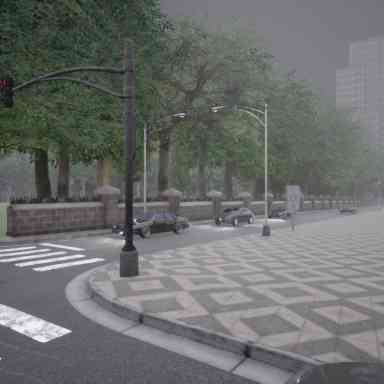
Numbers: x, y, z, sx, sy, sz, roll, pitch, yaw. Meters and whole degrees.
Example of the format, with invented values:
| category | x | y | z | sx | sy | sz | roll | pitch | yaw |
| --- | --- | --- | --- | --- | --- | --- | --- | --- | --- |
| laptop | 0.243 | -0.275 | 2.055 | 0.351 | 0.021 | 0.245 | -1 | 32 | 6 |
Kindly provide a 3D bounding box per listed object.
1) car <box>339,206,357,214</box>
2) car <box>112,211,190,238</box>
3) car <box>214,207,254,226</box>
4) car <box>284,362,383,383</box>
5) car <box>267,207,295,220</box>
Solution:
| category | x | y | z | sx | sy | sz | roll | pitch | yaw |
| --- | --- | --- | --- | --- | --- | --- | --- | --- | --- |
| car | 25.192 | 2.844 | 53.472 | 1.895 | 1.301 | 4.718 | 0 | -1 | 36 |
| car | -2.293 | 1.888 | 20.218 | 2.033 | 1.411 | 5.357 | 0 | -1 | 35 |
| car | 3.697 | 2.058 | 28.665 | 1.837 | 1.490 | 4.892 | 0 | -1 | 35 |
| car | 2.349 | 1.551 | 1.283 | 4.403 | 1.369 | 2.008 | 0 | 0 | 36 |
| car | 10.100 | 2.349 | 37.652 | 1.994 | 1.385 | 4.181 | 0 | -1 | 36 |
